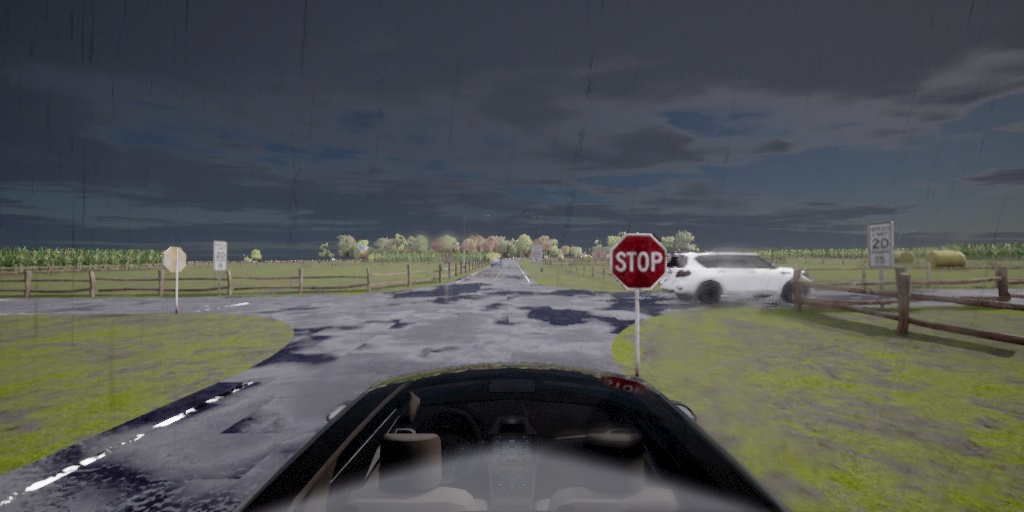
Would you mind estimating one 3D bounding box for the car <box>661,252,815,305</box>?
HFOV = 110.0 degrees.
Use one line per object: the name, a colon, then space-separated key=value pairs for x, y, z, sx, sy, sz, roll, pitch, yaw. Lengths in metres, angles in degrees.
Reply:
car: x=9.076 y=0.862 z=14.722 sx=5.566 sy=2.045 sz=2.150 roll=-1 pitch=-1 yaw=0
